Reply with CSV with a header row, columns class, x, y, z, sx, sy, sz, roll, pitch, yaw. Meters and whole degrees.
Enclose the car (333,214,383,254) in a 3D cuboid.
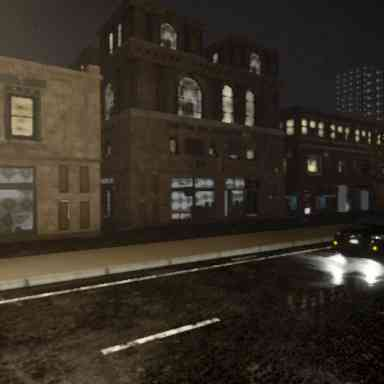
class,x,y,z,sx,sy,sz,roll,pitch,yaw
car,7.346,1.567,12.905,4.181,1.385,1.994,0,0,-35
